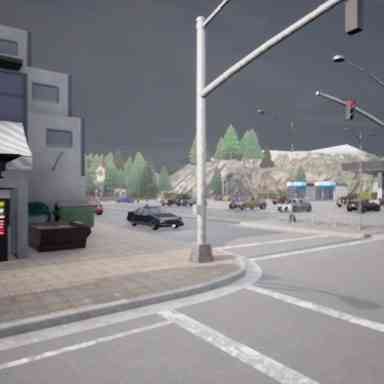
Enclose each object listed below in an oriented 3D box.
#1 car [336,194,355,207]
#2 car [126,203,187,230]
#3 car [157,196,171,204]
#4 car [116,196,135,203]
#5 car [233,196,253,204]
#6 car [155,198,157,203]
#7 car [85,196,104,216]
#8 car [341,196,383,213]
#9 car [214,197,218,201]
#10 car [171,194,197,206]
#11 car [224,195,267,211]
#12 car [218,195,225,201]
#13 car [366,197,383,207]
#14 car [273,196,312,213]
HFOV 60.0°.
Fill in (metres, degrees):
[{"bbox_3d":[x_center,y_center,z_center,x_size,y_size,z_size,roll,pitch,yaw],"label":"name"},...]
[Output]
[{"bbox_3d":[22.732,1.285,47.747,4.605,1.855,1.932,0,0,-36],"label":"car"},{"bbox_3d":[-2.700,1.723,22.923,2.033,1.411,5.357,0,0,-36],"label":"car"},{"bbox_3d":[-2.723,1.287,52.608,4.605,1.855,1.932,0,0,-36],"label":"car"},{"bbox_3d":[-13.487,1.563,67.757,3.633,1.501,1.845,0,0,-36],"label":"car"},{"bbox_3d":[10.205,1.507,66.392,3.633,1.501,1.845,0,0,-36],"label":"car"},{"bbox_3d":[-5.726,1.573,69.684,3.806,1.475,1.970,0,0,-36],"label":"car"},{"bbox_3d":[-11.080,1.398,34.545,2.150,2.045,5.566,0,0,-36],"label":"car"},{"bbox_3d":[18.677,1.486,36.260,4.514,1.523,2.007,0,0,-36],"label":"car"},{"bbox_3d":[7.617,1.526,83.001,4.514,1.523,2.007,0,0,-36],"label":"car"},{"bbox_3d":[-0.688,1.266,50.493,3.866,1.878,1.905,0,0,-36],"label":"car"},{"bbox_3d":[6.799,1.343,40.119,5.027,1.636,2.152,0,0,-36],"label":"car"},{"bbox_3d":[9.495,1.517,80.488,5.027,1.636,2.152,0,0,-36],"label":"car"},{"bbox_3d":[29.585,1.548,52.740,3.806,1.475,1.970,0,0,-36],"label":"car"},{"bbox_3d":[10.817,1.421,35.104,3.806,1.475,1.970,0,0,-36],"label":"car"}]
